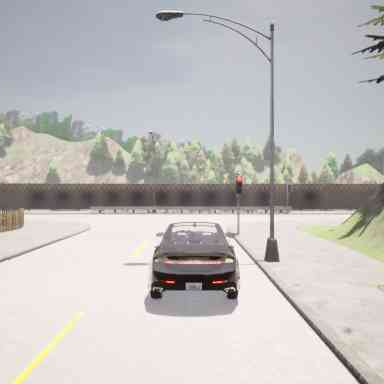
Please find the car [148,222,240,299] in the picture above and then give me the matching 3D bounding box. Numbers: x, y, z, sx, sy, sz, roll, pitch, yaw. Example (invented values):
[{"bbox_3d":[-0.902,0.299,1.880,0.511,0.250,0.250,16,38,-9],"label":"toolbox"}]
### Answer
[{"bbox_3d":[0.067,1.491,8.427,2.128,1.511,4.902,0,0,1],"label":"car"}]
